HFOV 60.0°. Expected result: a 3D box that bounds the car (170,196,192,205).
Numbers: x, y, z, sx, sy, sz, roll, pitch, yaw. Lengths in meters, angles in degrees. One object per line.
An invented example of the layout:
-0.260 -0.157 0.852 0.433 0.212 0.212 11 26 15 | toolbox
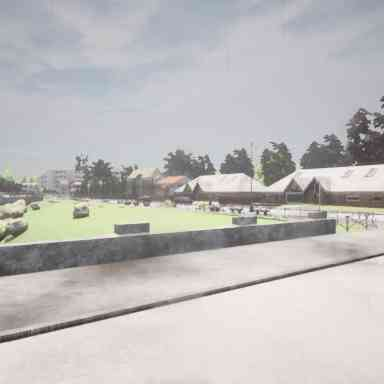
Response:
-1.947 1.488 57.609 2.128 1.511 4.902 0 0 -36 | car

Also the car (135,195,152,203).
-10.049 1.502 68.996 1.837 1.490 4.892 0 0 -35 | car
